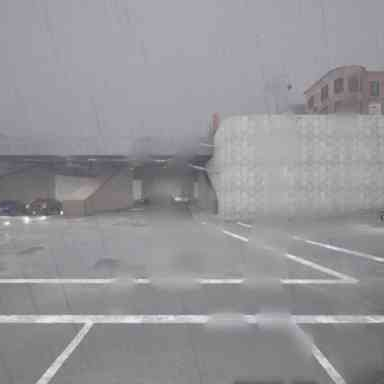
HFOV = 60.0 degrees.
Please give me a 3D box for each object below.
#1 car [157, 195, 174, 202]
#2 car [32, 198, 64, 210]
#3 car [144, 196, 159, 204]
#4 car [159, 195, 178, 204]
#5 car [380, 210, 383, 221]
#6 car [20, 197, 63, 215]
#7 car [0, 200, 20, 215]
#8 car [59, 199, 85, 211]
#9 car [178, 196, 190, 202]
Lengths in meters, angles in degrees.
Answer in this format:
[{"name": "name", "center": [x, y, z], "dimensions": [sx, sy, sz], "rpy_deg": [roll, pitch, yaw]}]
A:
[{"name": "car", "center": [-5.945, 1.508, 75.390], "dimensions": [1.837, 1.490, 4.892], "rpy_deg": [0, 0, 24]}, {"name": "car", "center": [-18.612, 1.552, 43.284], "dimensions": [2.033, 1.411, 5.357], "rpy_deg": [0, 0, -2]}, {"name": "car", "center": [-8.093, 1.554, 64.959], "dimensions": [2.033, 1.411, 5.357], "rpy_deg": [0, 0, 4]}, {"name": "car", "center": [-4.573, 1.498, 65.121], "dimensions": [2.128, 1.511, 4.902], "rpy_deg": [0, 0, 4]}, {"name": "car", "center": [12.789, 0.875, 18.180], "dimensions": [4.674, 1.442, 1.812], "rpy_deg": [-7, 0, -1]}, {"name": "car", "center": [-14.844, 1.355, 33.385], "dimensions": [2.097, 1.767, 4.553], "rpy_deg": [0, 0, -2]}, {"name": "car", "center": [-18.355, 1.529, 33.705], "dimensions": [1.812, 1.442, 4.674], "rpy_deg": [0, 0, -2]}, {"name": "car", "center": [-15.077, 1.568, 41.991], "dimensions": [1.994, 1.385, 4.181], "rpy_deg": [0, 0, -2]}, {"name": "car", "center": [-2.265, 1.532, 75.135], "dimensions": [1.812, 1.442, 4.674], "rpy_deg": [0, 0, 28]}]
